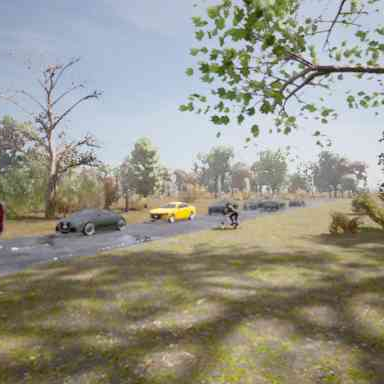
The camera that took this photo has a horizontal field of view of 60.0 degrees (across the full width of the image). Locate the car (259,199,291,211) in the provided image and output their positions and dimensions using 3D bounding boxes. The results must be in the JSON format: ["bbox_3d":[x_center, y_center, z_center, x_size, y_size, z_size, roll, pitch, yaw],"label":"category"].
[{"bbox_3d":[10.644,1.620,42.522,2.128,1.511,4.902,0,-1,29],"label":"car"}]

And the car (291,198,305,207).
[{"bbox_3d":[17.347,1.705,54.823,2.033,1.411,5.357,-1,0,29],"label":"car"}]

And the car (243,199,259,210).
[{"bbox_3d":[8.413,1.645,45.000,2.128,1.511,4.902,0,0,29],"label":"car"}]

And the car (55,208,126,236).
[{"bbox_3d":[-5.703,1.655,19.193,1.994,1.385,4.181,0,0,28],"label":"car"}]

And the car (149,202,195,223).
[{"bbox_3d":[-1.501,1.589,26.904,1.882,1.535,5.008,0,0,28],"label":"car"}]

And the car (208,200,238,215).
[{"bbox_3d":[3.417,1.611,35.908,1.882,1.535,5.008,0,0,28],"label":"car"}]

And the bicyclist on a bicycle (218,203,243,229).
[{"bbox_3d":[2.373,1.520,20.743,1.656,1.620,0.582,-1,0,29],"label":"bicyclist on a bicycle"}]
